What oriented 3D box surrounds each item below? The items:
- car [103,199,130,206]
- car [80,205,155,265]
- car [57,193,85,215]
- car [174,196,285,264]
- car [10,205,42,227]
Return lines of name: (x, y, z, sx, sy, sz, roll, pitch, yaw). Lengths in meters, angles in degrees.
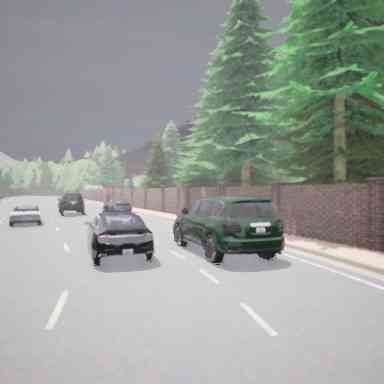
car: (-6.680, 1.390, 29.653, 2.128, 1.511, 4.902, 0, 0, -25)
car: (-2.641, 1.451, 11.640, 2.128, 1.511, 4.902, 0, 0, -20)
car: (-11.853, 1.127, 32.575, 2.150, 2.045, 5.566, 0, 0, -24)
car: (1.038, 1.167, 11.953, 2.150, 2.045, 5.566, 0, 0, -20)
car: (-11.289, 1.545, 22.723, 1.895, 1.301, 4.718, 0, 0, -25)
